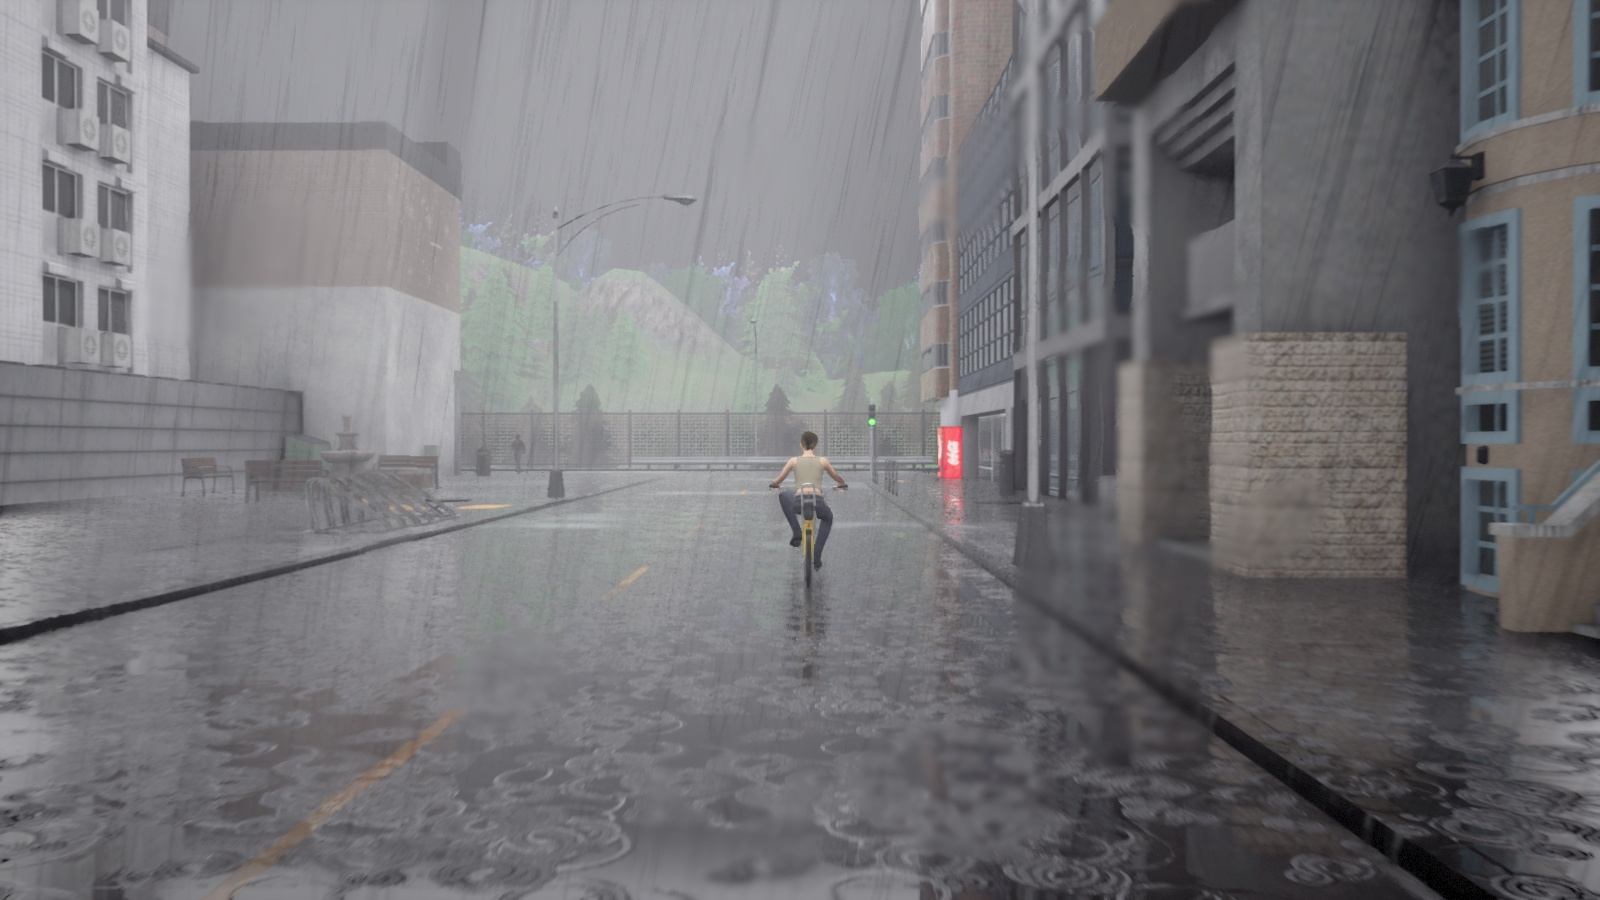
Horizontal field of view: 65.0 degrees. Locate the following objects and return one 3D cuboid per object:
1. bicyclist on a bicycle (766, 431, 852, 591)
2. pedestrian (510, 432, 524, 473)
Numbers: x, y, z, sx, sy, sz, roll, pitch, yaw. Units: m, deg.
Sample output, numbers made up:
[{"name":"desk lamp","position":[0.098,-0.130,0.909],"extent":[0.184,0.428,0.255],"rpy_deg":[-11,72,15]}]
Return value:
[{"name":"bicyclist on a bicycle","position":[0.091,0.608,13.401],"extent":[0.866,1.612,1.509],"rpy_deg":[0,0,0]},{"name":"pedestrian","position":[-13.399,0.121,59.525],"extent":[0.402,1.930,0.666],"rpy_deg":[0,0,14]}]
